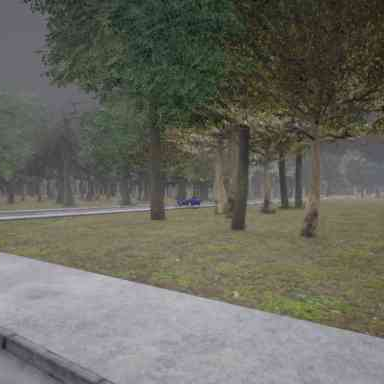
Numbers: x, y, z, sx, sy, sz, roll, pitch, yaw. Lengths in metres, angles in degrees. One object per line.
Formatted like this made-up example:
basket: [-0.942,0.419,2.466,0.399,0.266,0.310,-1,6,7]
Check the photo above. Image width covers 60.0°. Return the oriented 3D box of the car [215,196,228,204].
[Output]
car: [5.834,1.494,60.140,1.812,1.442,4.674,0,0,36]

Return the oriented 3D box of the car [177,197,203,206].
car: [-0.250,1.449,51.746,1.882,1.535,5.008,0,0,36]
